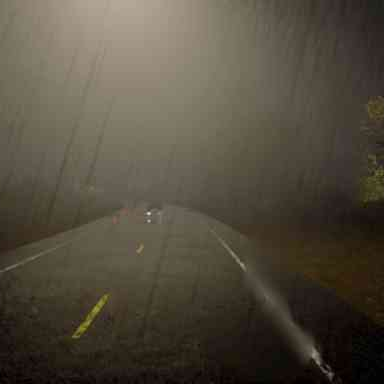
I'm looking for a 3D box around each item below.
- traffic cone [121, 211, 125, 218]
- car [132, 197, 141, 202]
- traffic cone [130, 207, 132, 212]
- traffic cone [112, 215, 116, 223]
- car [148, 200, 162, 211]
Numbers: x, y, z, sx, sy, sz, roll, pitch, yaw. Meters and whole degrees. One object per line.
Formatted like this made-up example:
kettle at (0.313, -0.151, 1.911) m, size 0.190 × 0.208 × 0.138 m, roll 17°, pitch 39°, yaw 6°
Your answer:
traffic cone at (-6.299, 2.048, 30.157) m, size 0.340 × 0.580 × 0.340 m, roll 0°, pitch 0°, yaw -5°
car at (-15.563, 2.174, 92.884) m, size 1.812 × 1.442 × 4.674 m, roll 0°, pitch -1°, yaw -25°
traffic cone at (-6.766, 2.076, 35.092) m, size 0.340 × 0.580 × 0.340 m, roll 0°, pitch 0°, yaw -6°
traffic cone at (-5.897, 2.024, 25.215) m, size 0.340 × 0.580 × 0.340 m, roll 0°, pitch 0°, yaw -4°
car at (-4.923, 1.776, 43.919) m, size 1.895 × 1.301 × 4.718 m, roll 0°, pitch 0°, yaw -7°
